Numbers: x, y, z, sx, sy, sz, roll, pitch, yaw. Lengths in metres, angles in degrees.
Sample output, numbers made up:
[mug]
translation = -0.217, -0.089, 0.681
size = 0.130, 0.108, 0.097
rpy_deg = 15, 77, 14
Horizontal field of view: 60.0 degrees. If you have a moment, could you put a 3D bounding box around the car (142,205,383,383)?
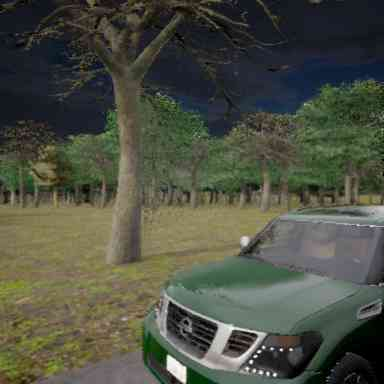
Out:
[car]
translation = 2.110, 1.234, 4.576
size = 5.566, 2.045, 2.150
rpy_deg = 0, 0, -35
